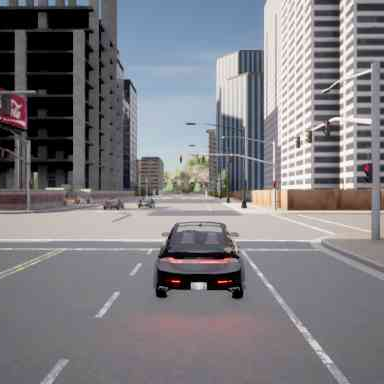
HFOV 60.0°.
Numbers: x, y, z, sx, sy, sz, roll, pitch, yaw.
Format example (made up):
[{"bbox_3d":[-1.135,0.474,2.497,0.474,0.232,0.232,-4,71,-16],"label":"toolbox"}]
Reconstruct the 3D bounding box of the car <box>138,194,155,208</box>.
[{"bbox_3d":[-6.427,1.492,47.147,2.128,1.511,4.902,0,0,1],"label":"car"}]

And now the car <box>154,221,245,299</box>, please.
[{"bbox_3d":[0.205,1.492,8.460,2.128,1.511,4.902,0,0,2],"label":"car"}]

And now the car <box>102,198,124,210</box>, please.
[{"bbox_3d":[-9.999,1.525,42.622,1.812,1.442,4.674,0,0,1],"label":"car"}]
